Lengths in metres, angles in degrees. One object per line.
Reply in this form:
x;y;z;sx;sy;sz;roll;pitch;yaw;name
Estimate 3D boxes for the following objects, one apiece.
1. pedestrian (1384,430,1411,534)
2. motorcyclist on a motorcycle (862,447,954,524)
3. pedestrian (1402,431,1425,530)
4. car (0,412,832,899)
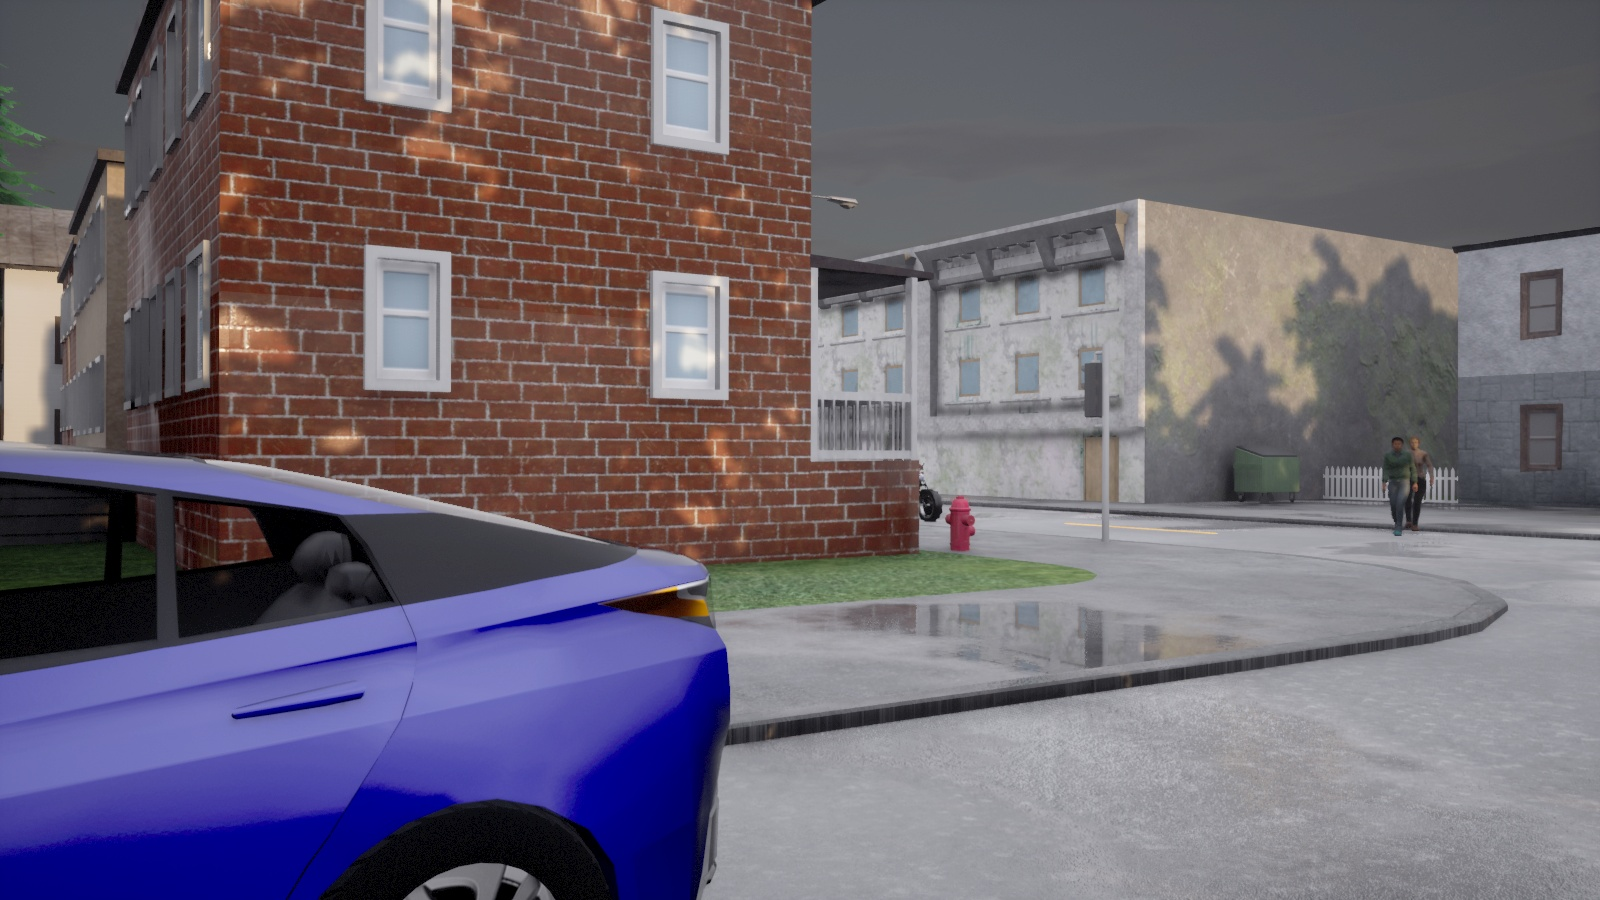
10.759;0.570;22.607;0.353;1.847;0.614;0;0;34;pedestrian
2.383;0.759;28.075;0.766;1.649;2.350;0;0;-33;motorcyclist on a motorcycle
11.536;0.566;23.614;0.331;1.846;0.634;0;0;30;pedestrian
-2.364;0.702;2.695;4.514;1.525;2.007;0;0;-33;car
